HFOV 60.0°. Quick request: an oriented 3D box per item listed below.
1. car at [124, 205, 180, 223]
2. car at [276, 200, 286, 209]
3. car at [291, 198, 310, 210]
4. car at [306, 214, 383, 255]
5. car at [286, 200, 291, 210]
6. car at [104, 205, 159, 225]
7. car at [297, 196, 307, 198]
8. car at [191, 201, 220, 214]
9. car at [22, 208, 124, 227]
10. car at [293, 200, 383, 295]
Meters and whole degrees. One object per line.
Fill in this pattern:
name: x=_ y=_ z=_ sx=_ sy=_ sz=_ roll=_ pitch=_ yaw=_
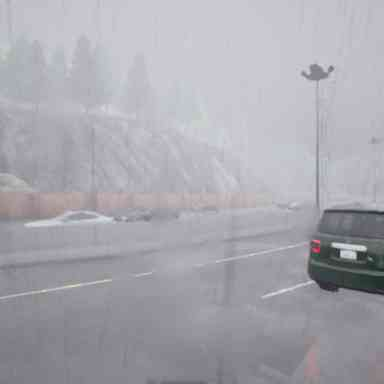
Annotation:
car: x=-3.028 y=1.745 z=24.969 sx=2.128 sy=1.511 sz=4.902 roll=0 pitch=-1 yaw=43
car: x=16.082 y=2.091 z=57.054 sx=1.882 sy=1.535 sz=5.008 roll=0 pitch=-1 yaw=35
car: x=14.943 y=1.946 z=43.141 sx=1.882 sy=1.535 sz=5.008 roll=0 pitch=-1 yaw=35
car: x=7.152 y=1.769 z=15.054 sx=1.895 sy=1.301 sz=4.718 roll=0 pitch=-1 yaw=44
car: x=16.610 y=2.085 z=51.713 sx=1.812 sy=1.442 sz=4.674 roll=0 pitch=-1 yaw=35
car: x=-5.007 y=1.845 z=27.945 sx=1.994 sy=1.385 sz=4.181 roll=0 pitch=-1 yaw=43
car: x=24.856 y=2.046 z=75.856 sx=2.150 sy=2.045 sz=5.566 roll=0 pitch=-1 yaw=35
car: x=1.790 y=1.935 z=42.572 sx=2.128 sy=1.511 sz=4.902 roll=0 pitch=-1 yaw=35
car: x=-6.214 y=1.694 z=17.191 sx=4.674 sy=1.442 sz=1.812 roll=1 pitch=-1 yaw=-40
car: x=5.002 y=1.315 z=8.149 sx=5.566 sy=2.045 sz=2.150 roll=1 pitch=-1 yaw=-41
